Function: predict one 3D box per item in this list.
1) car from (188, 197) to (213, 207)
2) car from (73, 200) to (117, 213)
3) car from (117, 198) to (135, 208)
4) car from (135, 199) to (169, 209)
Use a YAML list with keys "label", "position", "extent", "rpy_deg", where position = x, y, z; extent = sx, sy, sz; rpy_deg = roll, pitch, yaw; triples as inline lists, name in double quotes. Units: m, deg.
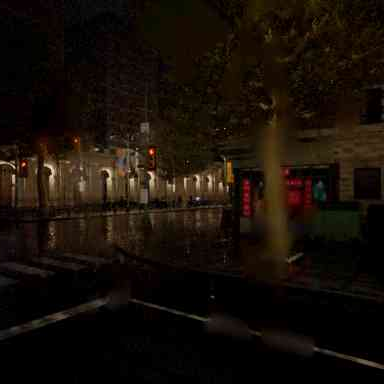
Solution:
- label: "car"
  position: [1.318, 1.547, 52.545]
  extent: [2.033, 1.411, 5.357]
  rpy_deg: [0, 0, 36]
- label: "car"
  position: [-10.694, 1.564, 35.895]
  extent: [1.994, 1.385, 4.181]
  rpy_deg: [0, 0, 36]
- label: "car"
  position: [-10.235, 1.595, 47.907]
  extent: [1.895, 1.301, 4.718]
  rpy_deg: [0, 0, 36]
- label: "car"
  position: [-4.934, 1.564, 43.901]
  extent: [1.994, 1.385, 4.181]
  rpy_deg: [0, 0, 35]
